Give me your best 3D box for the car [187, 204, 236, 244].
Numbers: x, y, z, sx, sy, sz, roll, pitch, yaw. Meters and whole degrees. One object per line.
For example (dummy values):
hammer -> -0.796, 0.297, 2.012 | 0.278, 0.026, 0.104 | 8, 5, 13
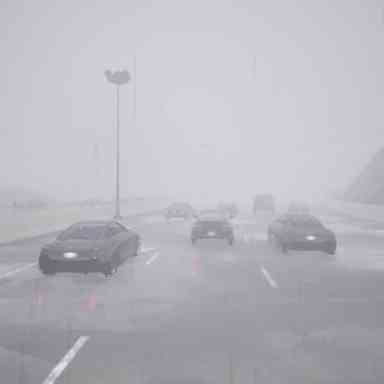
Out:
car -> 1.006, 1.529, 15.847 | 1.812, 1.442, 4.674 | 0, 0, 5

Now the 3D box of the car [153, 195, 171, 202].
car -> -7.134, 1.450, 79.477 | 2.128, 1.511, 4.902 | 0, 0, 23

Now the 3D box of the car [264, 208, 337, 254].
car -> 4.323, 1.574, 13.621 | 1.994, 1.385, 4.181 | 0, 0, 5

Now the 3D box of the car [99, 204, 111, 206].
car -> -10.954, 1.456, 48.187 | 1.882, 1.535, 5.008 | 0, 0, 16

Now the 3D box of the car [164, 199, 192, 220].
car -> -0.931, 1.547, 27.964 | 2.033, 1.411, 5.357 | 0, 0, 10

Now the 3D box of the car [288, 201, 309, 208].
car -> 11.225, 1.628, 35.280 | 1.895, 1.301, 4.718 | 0, 0, 13

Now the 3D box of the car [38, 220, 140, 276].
car -> -2.939, 1.558, 10.382 | 1.994, 1.385, 4.181 | 0, 0, 4

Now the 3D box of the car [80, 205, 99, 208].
car -> -14.545, 1.535, 48.301 | 1.994, 1.385, 4.181 | 0, 0, 15

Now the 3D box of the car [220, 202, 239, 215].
car -> 3.690, 1.611, 33.525 | 1.895, 1.301, 4.718 | 0, 0, 12

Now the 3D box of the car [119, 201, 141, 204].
car -> -7.840, 1.478, 46.302 | 2.128, 1.511, 4.902 | 0, 0, 15

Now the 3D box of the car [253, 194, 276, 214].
car -> 7.609, 1.240, 35.149 | 2.150, 2.045, 5.566 | 0, 0, 12
